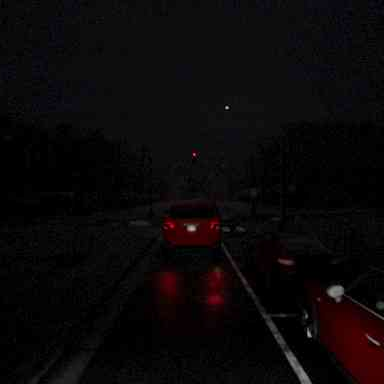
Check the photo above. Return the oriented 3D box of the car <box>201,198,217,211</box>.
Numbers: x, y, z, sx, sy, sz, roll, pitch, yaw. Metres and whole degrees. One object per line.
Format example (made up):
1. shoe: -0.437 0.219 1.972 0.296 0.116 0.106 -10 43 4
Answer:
1. car: 2.613 1.952 51.929 2.192 1.841 5.009 -1 -1 0

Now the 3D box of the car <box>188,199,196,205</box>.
1. car: -0.024 2.456 81.998 2.033 1.411 5.357 0 -1 0

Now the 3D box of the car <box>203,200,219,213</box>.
1. car: 2.616 2.002 46.525 1.967 1.590 4.097 -1 -1 0

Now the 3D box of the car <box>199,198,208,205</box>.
1. car: 2.963 2.481 84.693 2.097 1.767 4.553 0 -1 0

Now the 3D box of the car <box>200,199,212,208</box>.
1. car: 2.611 2.233 62.731 1.967 1.590 4.097 -1 -1 0

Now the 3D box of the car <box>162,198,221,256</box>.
1. car: -0.001 1.367 14.020 2.150 2.045 5.566 0 -1 0

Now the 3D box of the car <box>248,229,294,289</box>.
1. car: 2.630 1.679 9.183 1.802 1.307 4.206 0 -1 0

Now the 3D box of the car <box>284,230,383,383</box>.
1. car: 2.632 1.479 3.718 1.967 1.590 4.097 0 -1 0

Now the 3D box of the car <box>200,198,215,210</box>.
1. car: 2.611 2.029 57.331 2.192 1.841 5.009 -1 -1 0
